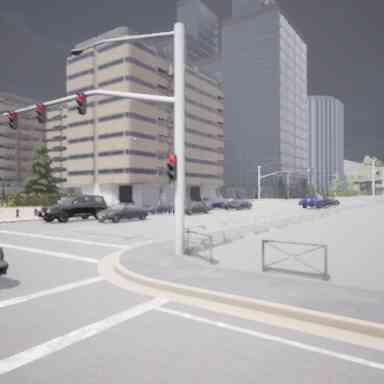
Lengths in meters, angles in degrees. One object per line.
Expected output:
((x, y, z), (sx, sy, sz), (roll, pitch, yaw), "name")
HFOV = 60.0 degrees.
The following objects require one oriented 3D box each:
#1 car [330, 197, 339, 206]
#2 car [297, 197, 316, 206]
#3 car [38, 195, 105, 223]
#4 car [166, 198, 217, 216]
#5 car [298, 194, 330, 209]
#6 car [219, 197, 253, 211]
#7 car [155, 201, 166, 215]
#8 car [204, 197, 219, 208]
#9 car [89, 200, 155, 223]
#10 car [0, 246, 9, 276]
((22.396, 1.527, 53.823), (1.837, 1.490, 4.892), (0, 0, 35), "car")
((19.033, 1.597, 55.109), (1.994, 1.385, 4.181), (0, 0, 35), "car")
((-9.315, 1.287, 26.615), (2.150, 2.045, 5.566), (0, 0, 35), "car")
((0.051, 1.599, 34.039), (2.033, 1.411, 5.357), (0, 0, 35), "car")
((16.804, 1.246, 45.705), (2.150, 2.045, 5.566), (0, 0, 35), "car")
((5.944, 1.596, 42.587), (2.033, 1.411, 5.357), (0, 0, 34), "car")
((-3.505, 1.610, 35.056), (2.033, 1.411, 5.357), (0, 0, 34), "car")
((2.269, 1.412, 43.385), (2.097, 1.767, 4.553), (0, 0, 36), "car")
((-5.372, 1.579, 26.130), (1.812, 1.442, 4.674), (0, 0, 34), "car")
((-6.957, 1.579, 8.756), (5.357, 1.411, 2.033), (0, 0, 35), "car")
